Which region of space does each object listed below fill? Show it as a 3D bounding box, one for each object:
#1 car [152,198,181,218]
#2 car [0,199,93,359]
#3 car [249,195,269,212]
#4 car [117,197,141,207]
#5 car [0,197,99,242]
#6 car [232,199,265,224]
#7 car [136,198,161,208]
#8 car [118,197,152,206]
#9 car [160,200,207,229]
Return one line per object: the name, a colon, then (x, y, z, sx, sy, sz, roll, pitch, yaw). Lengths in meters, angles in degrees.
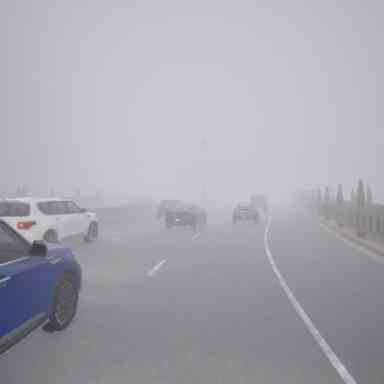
car: (-1.634, 1.420, 30.826, 2.097, 1.767, 4.553, 0, 0, 14)
car: (-3.194, 1.214, 3.734, 2.150, 2.045, 5.566, 0, 0, 3)
car: (8.198, 1.364, 40.922, 2.150, 2.045, 5.566, 0, 0, 15)
car: (-10.203, 1.631, 54.077, 1.882, 1.535, 5.008, 0, -1, 15)
car: (-5.691, 1.222, 13.160, 2.150, 2.045, 5.566, 0, 0, 9)
car: (4.220, 1.554, 25.453, 2.128, 1.511, 4.902, 0, 0, 14)
car: (-6.860, 1.705, 53.005, 2.033, 1.411, 5.357, 0, 0, 15)
car: (-6.632, 1.587, 40.167, 2.128, 1.511, 4.902, 0, 0, 15)
car: (-0.268, 1.516, 21.938, 1.882, 1.535, 5.008, 0, 0, 13)
